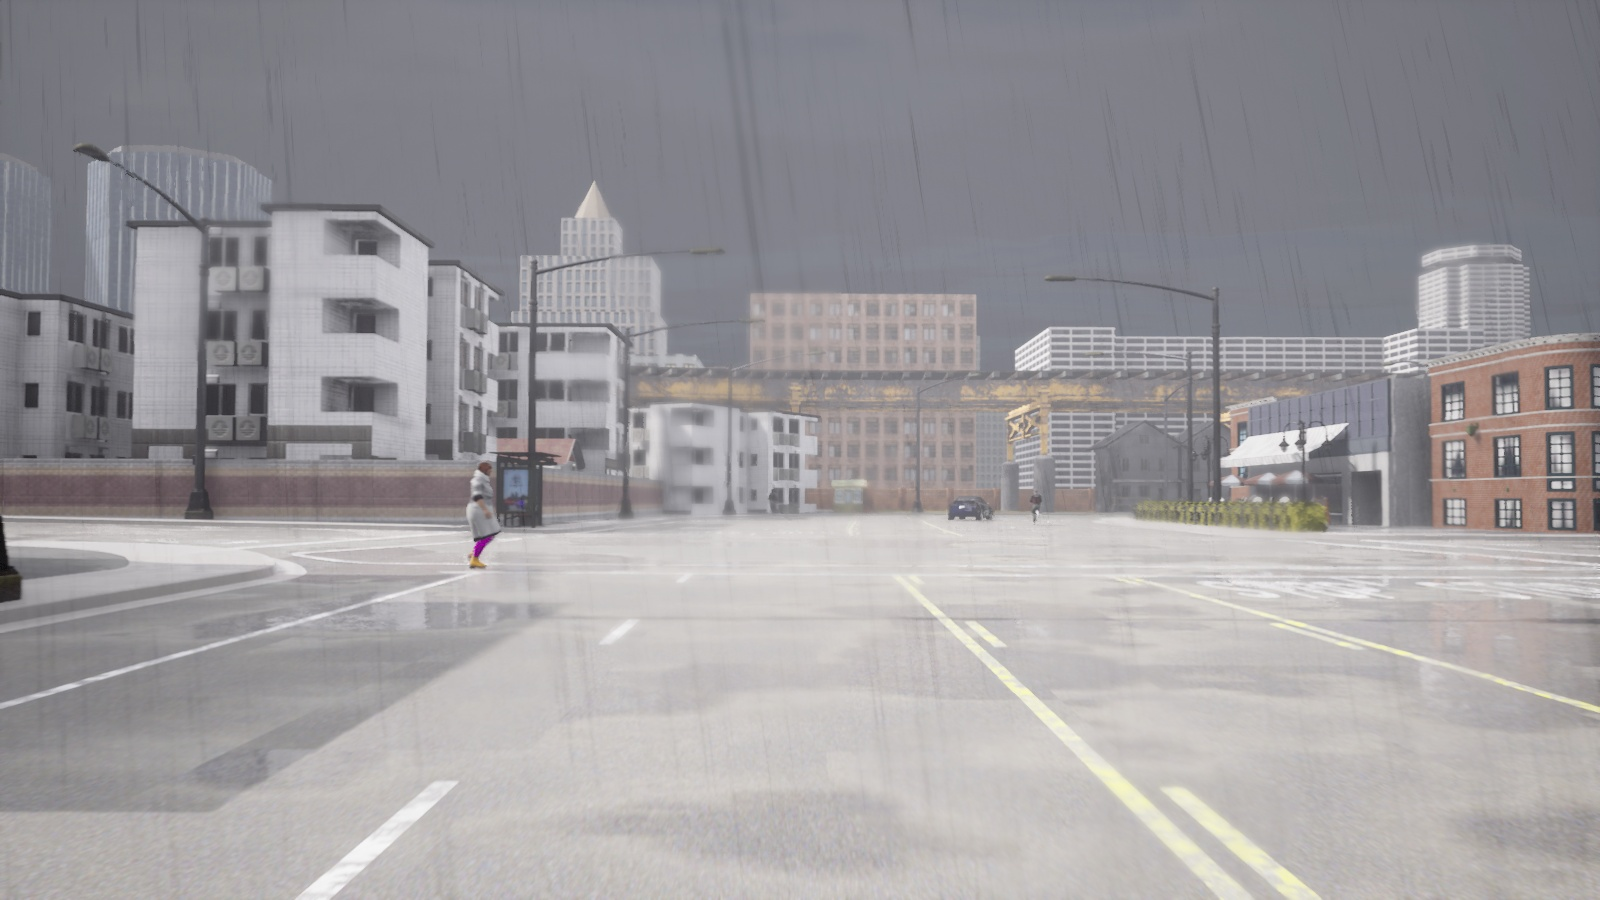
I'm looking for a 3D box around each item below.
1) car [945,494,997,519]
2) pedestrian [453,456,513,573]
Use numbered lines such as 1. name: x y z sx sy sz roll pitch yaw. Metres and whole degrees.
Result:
1. car: 10.507 3.465 77.067 2.163 1.488 4.792 -1 -2 20
2. pedestrian: -5.375 1.093 21.312 0.873 1.952 0.659 0 -2 -4
